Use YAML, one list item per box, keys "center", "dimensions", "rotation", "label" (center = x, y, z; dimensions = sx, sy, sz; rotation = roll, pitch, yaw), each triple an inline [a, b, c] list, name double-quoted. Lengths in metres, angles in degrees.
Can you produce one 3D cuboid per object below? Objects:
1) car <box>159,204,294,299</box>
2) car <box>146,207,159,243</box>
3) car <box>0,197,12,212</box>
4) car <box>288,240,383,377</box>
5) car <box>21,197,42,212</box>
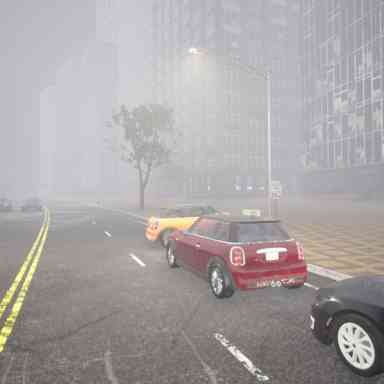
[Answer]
- center: [0.861, 1.355, 8.871]
  dimensions: [2.097, 1.767, 4.553]
  rotation: [0, 0, -22]
  label: "car"
- center: [0.333, 1.276, 14.493]
  dimensions: [4.553, 1.767, 2.097]
  rotation: [-3, 1, -18]
  label: "car"
- center: [-21.883, 1.390, 38.042]
  dimensions: [2.097, 1.767, 4.553]
  rotation: [0, 0, -24]
  label: "car"
- center: [3.607, 1.505, 3.406]
  dimensions: [1.837, 1.490, 4.892]
  rotation: [0, 0, -36]
  label: "car"
- center: [-18.917, 1.392, 39.371]
  dimensions: [2.097, 1.767, 4.553]
  rotation: [0, 0, -24]
  label: "car"
